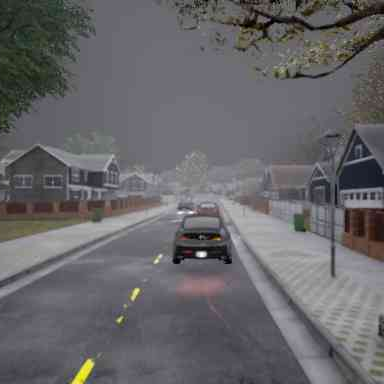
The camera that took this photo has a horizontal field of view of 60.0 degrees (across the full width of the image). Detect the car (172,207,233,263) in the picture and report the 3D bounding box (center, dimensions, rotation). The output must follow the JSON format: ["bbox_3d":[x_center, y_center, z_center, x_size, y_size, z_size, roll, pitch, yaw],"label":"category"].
[{"bbox_3d":[0.391,1.505,11.894,1.837,1.490,4.892,0,1,3],"label":"car"}]

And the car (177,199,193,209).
[{"bbox_3d":[-0.710,1.585,40.560,2.033,1.411,5.357,0,0,4],"label":"car"}]

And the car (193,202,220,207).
[{"bbox_3d":[1.352,1.536,27.860,1.812,1.442,4.674,0,0,4],"label":"car"}]
